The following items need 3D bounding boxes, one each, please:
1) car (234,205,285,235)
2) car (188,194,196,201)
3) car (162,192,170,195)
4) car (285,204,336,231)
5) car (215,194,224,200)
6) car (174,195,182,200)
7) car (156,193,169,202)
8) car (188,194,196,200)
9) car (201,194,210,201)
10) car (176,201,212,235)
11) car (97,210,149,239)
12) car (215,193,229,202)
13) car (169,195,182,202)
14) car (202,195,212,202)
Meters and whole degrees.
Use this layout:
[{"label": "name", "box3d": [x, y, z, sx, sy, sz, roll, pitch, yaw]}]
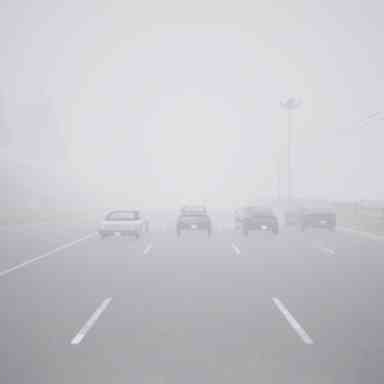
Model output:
[{"label": "car", "box3d": [3.599, 1.515, 19.036, 1.837, 1.490, 4.892, 0, 0, 0]}, {"label": "car", "box3d": [-0.006, 1.557, 75.562, 1.812, 1.442, 4.674, 0, 0, 0]}, {"label": "car", "box3d": [-7.007, 1.104, 85.625, 2.150, 2.045, 5.566, 0, 0, 0]}, {"label": "car", "box3d": [7.098, 1.489, 20.528, 1.882, 1.535, 5.008, 0, 0, 0]}, {"label": "car", "box3d": [6.993, 1.357, 85.566, 1.882, 1.535, 5.008, 0, 0, 0]}, {"label": "car", "box3d": [-3.507, 1.474, 85.595, 1.895, 1.301, 4.718, 0, 0, 0]}, {"label": "car", "box3d": [-7.006, 1.586, 75.591, 1.994, 1.385, 4.181, 0, 0, 0]}, {"label": "car", "box3d": [-0.007, 1.357, 85.565, 1.882, 1.535, 5.008, 0, 0, 0]}, {"label": "car", "box3d": [3.493, 1.404, 85.566, 2.128, 1.511, 4.902, 0, 0, 0]}, {"label": "car", "box3d": [0.099, 1.502, 18.957, 2.128, 1.511, 4.902, 0, 0, 0]}, {"label": "car", "box3d": [-3.402, 1.610, 17.402, 1.895, 1.301, 4.718, 0, 0, 0]}, {"label": "car", "box3d": [6.994, 1.257, 75.176, 2.150, 2.045, 5.566, 0, 0, 0]}, {"label": "car", "box3d": [-3.506, 1.531, 75.145, 1.837, 1.490, 4.892, 0, 0, 0]}, {"label": "car", "box3d": [3.494, 1.585, 75.562, 1.994, 1.385, 4.181, 0, 0, 0]}]
